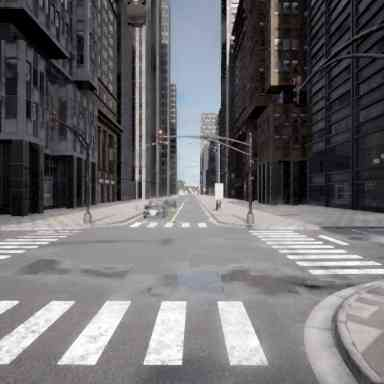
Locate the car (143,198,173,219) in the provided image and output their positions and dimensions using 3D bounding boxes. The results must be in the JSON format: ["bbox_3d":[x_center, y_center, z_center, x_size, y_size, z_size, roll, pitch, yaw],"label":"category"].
[{"bbox_3d":[-3.161,1.498,29.480,2.128,1.511,4.902,0,0,0],"label":"car"}]

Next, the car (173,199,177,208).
[{"bbox_3d":[-3.192,1.582,46.797,1.994,1.385,4.181,0,0,0],"label":"car"}]
